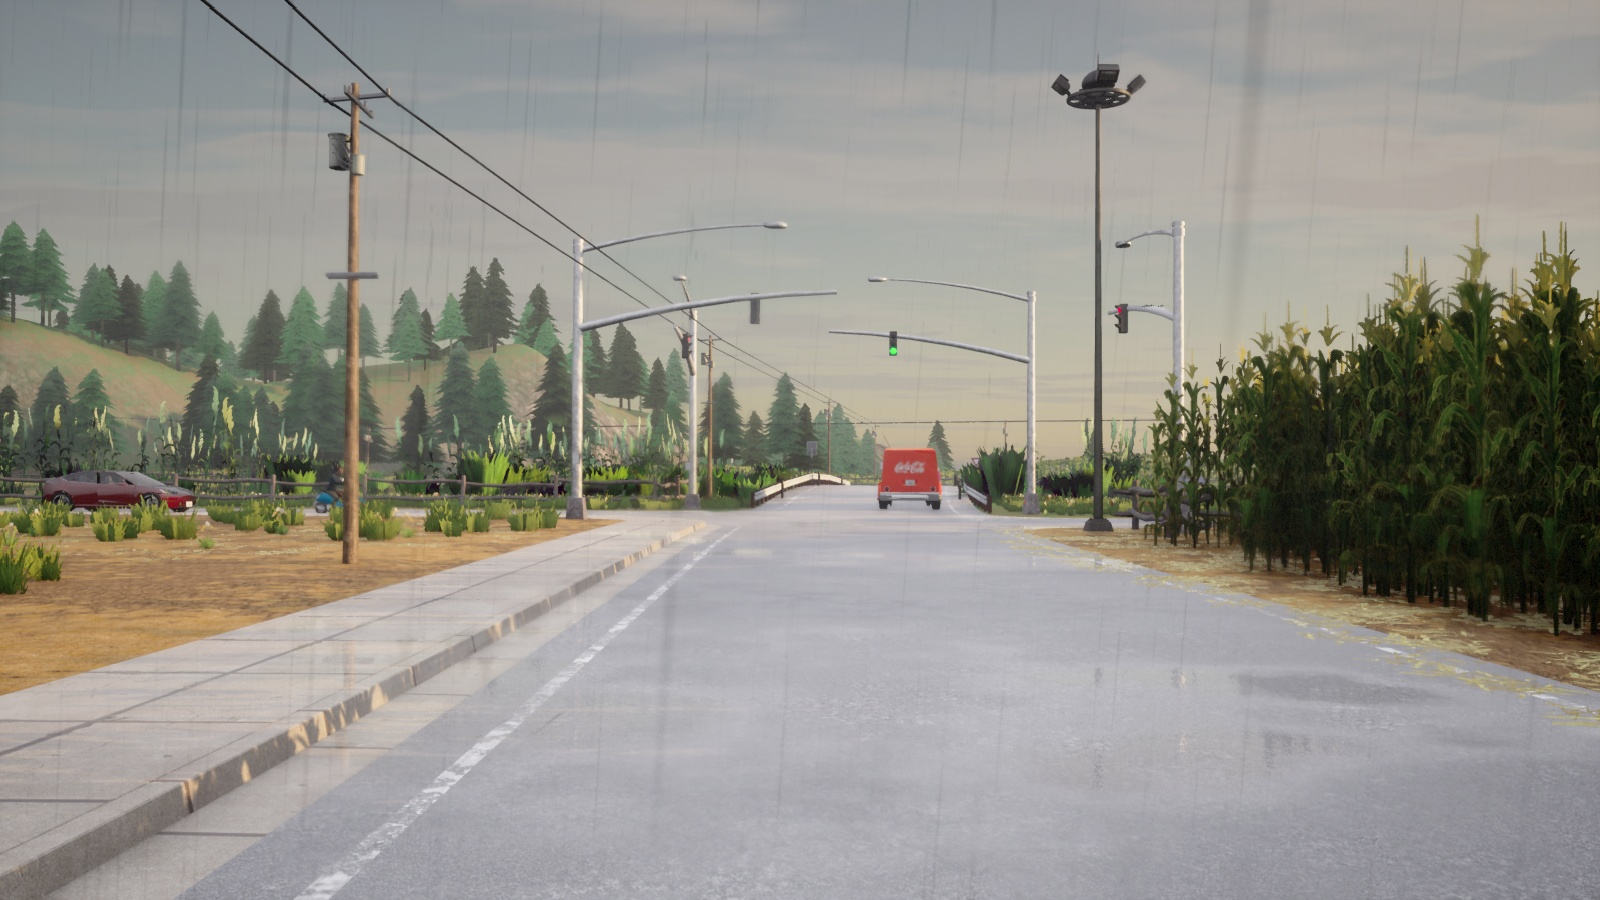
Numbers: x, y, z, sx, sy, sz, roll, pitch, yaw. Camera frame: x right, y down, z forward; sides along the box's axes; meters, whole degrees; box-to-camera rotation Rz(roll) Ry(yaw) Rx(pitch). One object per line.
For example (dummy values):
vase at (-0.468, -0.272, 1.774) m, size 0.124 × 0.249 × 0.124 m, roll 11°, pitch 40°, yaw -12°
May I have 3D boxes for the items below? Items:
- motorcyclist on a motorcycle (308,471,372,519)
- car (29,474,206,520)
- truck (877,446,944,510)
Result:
motorcyclist on a motorcycle at (-15.328, 1.496, 41.867) m, size 1.817 × 1.590 × 0.866 m, roll 0°, pitch -1°, yaw 3°
car at (-22.884, 1.579, 42.235) m, size 4.792 × 1.488 × 2.163 m, roll 0°, pitch -1°, yaw 3°
truck at (4.570, 1.108, 52.359) m, size 2.627 × 2.467 × 5.204 m, roll 0°, pitch 1°, yaw 4°
